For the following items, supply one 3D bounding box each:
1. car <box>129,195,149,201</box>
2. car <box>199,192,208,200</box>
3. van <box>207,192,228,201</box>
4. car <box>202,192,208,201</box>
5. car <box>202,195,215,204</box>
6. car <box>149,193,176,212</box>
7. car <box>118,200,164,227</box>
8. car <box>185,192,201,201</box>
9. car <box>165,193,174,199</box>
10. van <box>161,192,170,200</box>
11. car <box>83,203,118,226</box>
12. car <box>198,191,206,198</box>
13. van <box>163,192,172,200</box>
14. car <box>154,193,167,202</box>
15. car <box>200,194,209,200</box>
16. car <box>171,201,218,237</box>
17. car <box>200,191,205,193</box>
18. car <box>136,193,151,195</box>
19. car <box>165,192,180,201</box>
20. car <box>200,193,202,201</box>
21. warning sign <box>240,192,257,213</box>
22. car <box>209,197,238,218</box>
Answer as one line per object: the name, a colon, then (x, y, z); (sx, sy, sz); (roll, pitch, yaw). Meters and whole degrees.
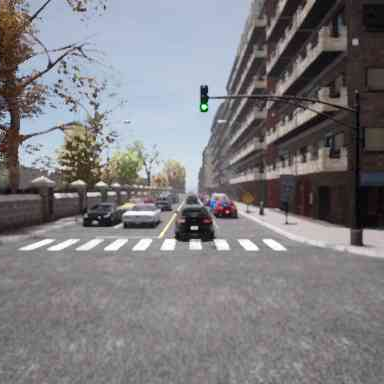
car: (-5.690, 1.281, 32.811); (1.752, 1.417, 4.829); (0, 0, 0)
car: (2.686, 0.908, 78.020); (1.967, 1.590, 4.097); (0, 0, 0)
van: (2.691, 1.095, 32.980); (1.690, 1.788, 3.998); (0, 0, 0)
car: (2.689, 1.118, 44.241); (1.967, 1.590, 4.097); (0, 0, 0)
car: (2.688, 1.149, 55.501); (1.887, 1.381, 4.507); (0, 0, 0)
car: (-3.095, 1.239, 35.477); (1.837, 1.490, 4.892); (0, 1, 0)
car: (-3.102, 1.439, 21.208); (1.895, 1.301, 4.718); (0, 0, 0)
car: (-0.004, 1.140, 50.817); (1.837, 1.490, 4.892); (0, 0, 0)
car: (-5.695, 0.988, 83.650); (2.008, 1.369, 4.403); (0, 0, 0)
van: (-5.694, 0.842, 72.389); (1.690, 1.788, 3.998); (0, 0, 0)
car: (-5.690, 1.401, 21.720); (1.947, 1.339, 4.313); (0, 0, 0)
car: (2.685, 0.723, 89.279); (2.192, 1.841, 5.009); (0, 0, 0)
van: (-5.694, 0.809, 78.019); (1.690, 1.788, 3.998); (0, 0, 0)
car: (-5.692, 1.009, 61.130); (1.967, 1.590, 4.097); (0, 0, 0)
car: (2.686, 1.046, 72.391); (1.887, 1.381, 4.507); (0, 0, 0)
car: (0.109, 1.396, 16.876); (1.812, 1.442, 4.674); (0, 0, 0)
car: (2.688, 0.884, 61.129); (2.192, 1.841, 5.009); (0, 0, 0)
car: (-5.691, 1.031, 38.609); (2.192, 1.841, 5.009); (0, 0, 0)
car: (-3.015, 1.117, 54.964); (1.837, 1.490, 4.892); (0, 0, 0)
car: (2.688, 1.192, 49.871); (2.008, 1.369, 4.403); (0, 0, 0)
warning sign: (5.063, 0.891, 29.991); (1.300, 1.860, 1.060); (0, 0, 0)
car: (2.690, 1.339, 27.350); (1.887, 1.381, 4.507); (0, 0, 0)
